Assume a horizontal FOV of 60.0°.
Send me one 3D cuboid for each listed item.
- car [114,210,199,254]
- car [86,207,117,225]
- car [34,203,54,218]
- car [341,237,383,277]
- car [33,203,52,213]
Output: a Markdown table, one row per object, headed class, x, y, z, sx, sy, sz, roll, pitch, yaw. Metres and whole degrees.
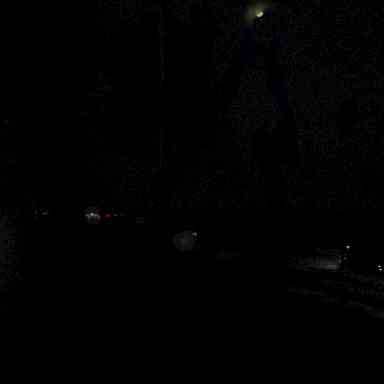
| class | x | y | z | sx | sy | sz | roll | pitch | yaw |
| --- | --- | --- | --- | --- | --- | --- | --- | --- | --- |
| car | -1.587 | 1.678 | 14.585 | 1.812 | 1.442 | 4.674 | 0 | -1 | -34 |
| car | -7.500 | 1.968 | 28.567 | 2.033 | 1.411 | 5.357 | 0 | -1 | -34 |
| car | -16.799 | 2.155 | 37.108 | 2.128 | 1.511 | 4.902 | 0 | -1 | -34 |
| car | 6.100 | 1.581 | 8.501 | 1.994 | 1.385 | 4.181 | 0 | -1 | -34 |
| car | -23.374 | 2.498 | 51.986 | 1.837 | 1.490 | 4.892 | 0 | -2 | -34 |
